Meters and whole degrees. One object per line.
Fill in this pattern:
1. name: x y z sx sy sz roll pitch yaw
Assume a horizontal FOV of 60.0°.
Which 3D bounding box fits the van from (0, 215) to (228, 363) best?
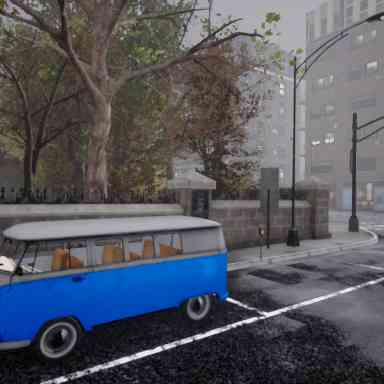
1. van: -1.246 1.342 5.601 3.998 1.788 1.690 0 1 -35
